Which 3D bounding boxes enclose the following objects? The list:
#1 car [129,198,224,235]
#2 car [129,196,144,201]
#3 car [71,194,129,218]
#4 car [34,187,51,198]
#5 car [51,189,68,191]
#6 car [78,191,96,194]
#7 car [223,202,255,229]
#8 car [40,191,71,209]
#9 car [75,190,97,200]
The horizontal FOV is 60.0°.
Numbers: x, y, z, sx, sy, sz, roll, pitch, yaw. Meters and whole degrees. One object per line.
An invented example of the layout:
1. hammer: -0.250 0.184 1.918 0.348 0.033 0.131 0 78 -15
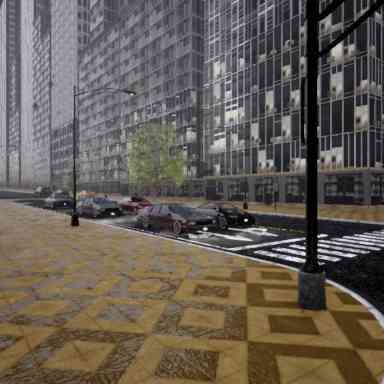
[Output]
1. car: -1.007 1.292 17.662 2.033 1.411 5.357 0 1 -38
2. car: -4.648 1.083 27.567 1.812 1.442 4.674 0 1 -38
3. car: -7.226 1.108 25.588 2.033 1.411 5.357 0 1 -38
4. car: -28.520 -0.025 63.734 2.150 2.045 5.566 0 1 -38
5. car: -25.394 0.272 65.011 1.837 1.490 4.892 0 1 -38
6. car: -11.065 0.914 35.777 2.033 1.411 5.357 0 1 -38
7. car: 1.683 1.309 19.498 1.994 1.385 4.181 0 1 -38
8. car: -13.437 0.939 33.535 1.994 1.385 4.181 0 1 -38
9. car: -17.505 0.485 54.902 1.882 1.535 5.008 0 1 -38
